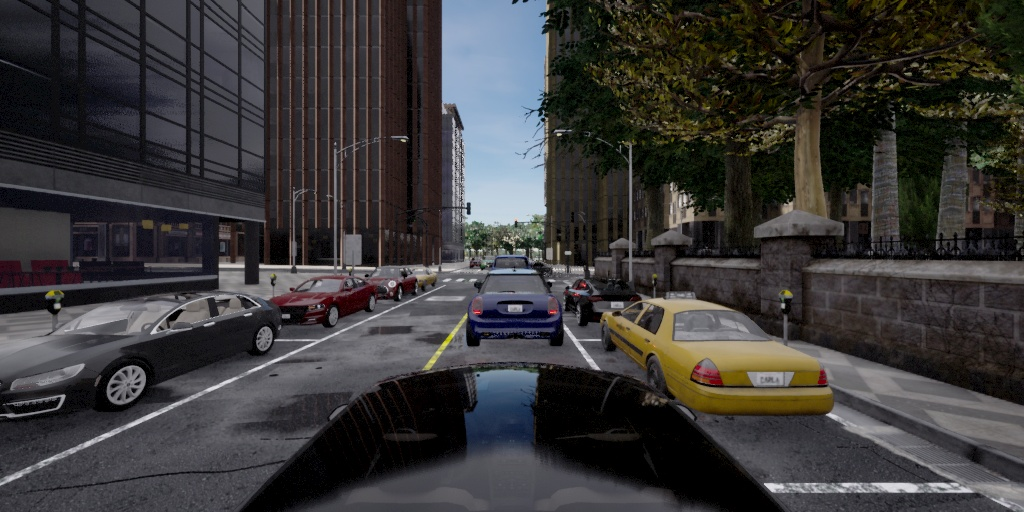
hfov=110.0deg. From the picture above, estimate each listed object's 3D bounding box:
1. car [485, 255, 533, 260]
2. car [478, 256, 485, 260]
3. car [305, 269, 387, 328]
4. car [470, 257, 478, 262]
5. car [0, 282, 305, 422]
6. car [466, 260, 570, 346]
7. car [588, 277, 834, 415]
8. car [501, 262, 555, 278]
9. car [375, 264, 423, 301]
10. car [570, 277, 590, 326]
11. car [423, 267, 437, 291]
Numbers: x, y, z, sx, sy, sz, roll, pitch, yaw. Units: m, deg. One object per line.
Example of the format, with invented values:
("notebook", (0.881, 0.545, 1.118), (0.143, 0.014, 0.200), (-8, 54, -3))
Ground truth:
("car", (-0.031, 0.972, 18.961), (2.150, 2.045, 5.566), (0, 0, 0))
("car", (-3.205, 0.982, 51.202), (2.150, 2.045, 5.566), (0, 0, -1))
("car", (-5.783, 1.295, 11.405), (1.888, 1.381, 4.507), (0, 0, 0))
("car", (-5.884, 1.079, 59.726), (2.192, 1.841, 5.009), (0, 0, 0))
("car", (-5.772, 1.300, 5.948), (2.007, 1.370, 4.403), (0, 0, 0))
("car", (0.037, 1.102, 9.527), (2.097, 1.767, 4.553), (0, 0, -1))
("car", (2.753, 1.275, 6.138), (1.751, 1.417, 4.829), (0, 0, 0))
("car", (1.571, 1.319, 34.337), (4.892, 1.490, 1.837), (1, -1, -29))
("car", (-5.795, 1.190, 16.862), (1.967, 1.591, 4.097), (0, 0, 0))
("car", (2.742, 1.316, 11.425), (1.948, 1.339, 4.313), (0, 0, 0))
("car", (-5.806, 1.277, 22.149), (1.751, 1.417, 4.829), (0, 0, 0))
